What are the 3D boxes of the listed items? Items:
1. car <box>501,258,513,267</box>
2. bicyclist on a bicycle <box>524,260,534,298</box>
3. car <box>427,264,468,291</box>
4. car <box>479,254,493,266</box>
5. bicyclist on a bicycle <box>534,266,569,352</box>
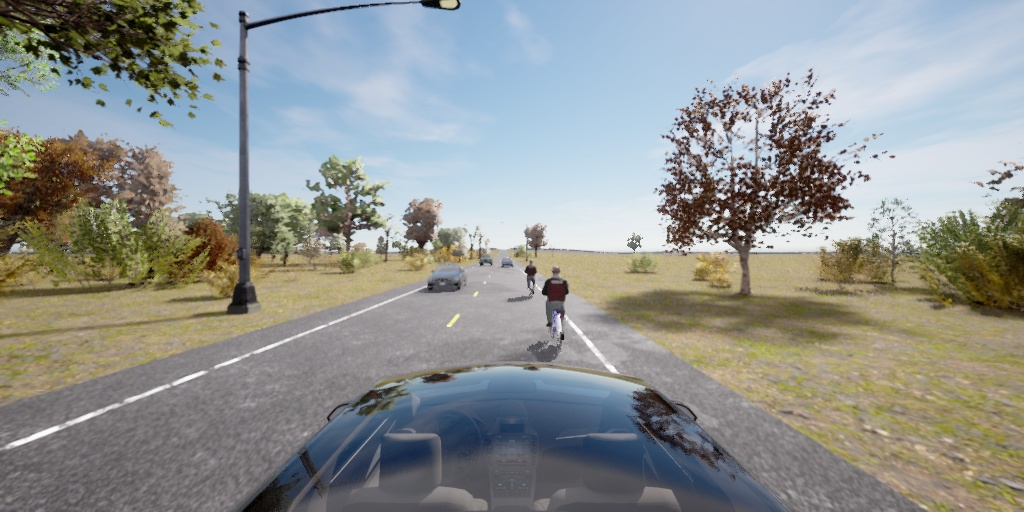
[{"bbox_3d":[-0.754,1.065,58.345,2.033,1.411,5.357,0,0,-1],"label":"car"},{"bbox_3d":[0.884,1.059,16.957,0.659,1.776,1.843,0,0,-1],"label":"bicyclist on a bicycle"},{"bbox_3d":[-3.717,1.198,21.287,1.812,1.442,4.674,0,0,-1],"label":"car"},{"bbox_3d":[-4.506,0.716,63.461,2.150,2.045,5.566,0,0,-1],"label":"car"},{"bbox_3d":[0.945,1.096,7.940,0.659,1.776,1.843,0,0,0],"label":"bicyclist on a bicycle"}]
